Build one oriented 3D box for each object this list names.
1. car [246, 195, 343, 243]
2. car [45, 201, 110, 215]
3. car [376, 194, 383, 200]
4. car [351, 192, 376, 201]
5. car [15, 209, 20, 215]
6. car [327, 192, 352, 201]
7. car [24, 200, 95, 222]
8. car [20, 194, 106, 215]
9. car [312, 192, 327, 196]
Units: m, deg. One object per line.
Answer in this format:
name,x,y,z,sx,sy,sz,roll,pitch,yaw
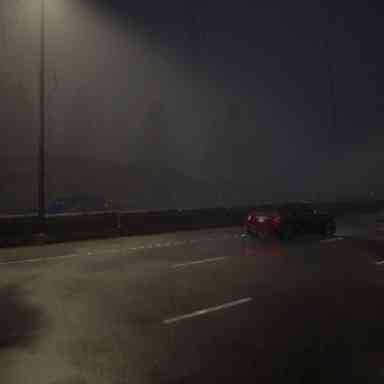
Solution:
car,4.751,1.230,15.733,4.553,1.767,2.097,-1,0,-35
car,-6.827,1.512,20.618,4.181,1.385,1.994,-1,0,-35
car,27.369,0.733,44.981,4.892,1.490,1.837,-2,1,-35
car,25.381,0.791,47.857,4.181,1.385,1.994,-2,1,-35
car,-12.535,1.491,29.444,5.357,1.411,2.033,-1,0,-35
car,23.302,0.720,50.671,4.902,1.511,2.128,-2,1,-35
car,-10.553,1.436,26.558,4.902,1.511,2.128,-1,0,-35
car,-8.723,1.168,23.564,5.566,2.045,2.150,-1,0,-35
car,20.148,0.768,52.714,4.892,1.490,1.837,-2,1,-35
